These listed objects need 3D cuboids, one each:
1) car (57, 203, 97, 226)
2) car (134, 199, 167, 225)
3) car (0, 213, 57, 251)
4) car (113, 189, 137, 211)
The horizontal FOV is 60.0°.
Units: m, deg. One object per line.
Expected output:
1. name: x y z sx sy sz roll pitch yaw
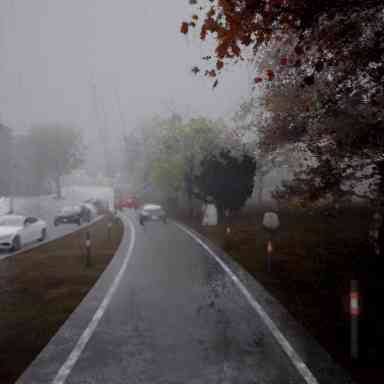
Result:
1. car: -9.248 1.762 26.192 2.097 1.535 5.008 -1 0 -5
2. car: -2.975 1.529 24.155 1.812 1.442 4.674 -1 0 -13
3. car: -8.403 1.801 15.691 2.002 1.452 4.674 0 0 -2
4. car: -8.011 1.095 40.114 2.150 2.045 5.566 -1 2 -22
